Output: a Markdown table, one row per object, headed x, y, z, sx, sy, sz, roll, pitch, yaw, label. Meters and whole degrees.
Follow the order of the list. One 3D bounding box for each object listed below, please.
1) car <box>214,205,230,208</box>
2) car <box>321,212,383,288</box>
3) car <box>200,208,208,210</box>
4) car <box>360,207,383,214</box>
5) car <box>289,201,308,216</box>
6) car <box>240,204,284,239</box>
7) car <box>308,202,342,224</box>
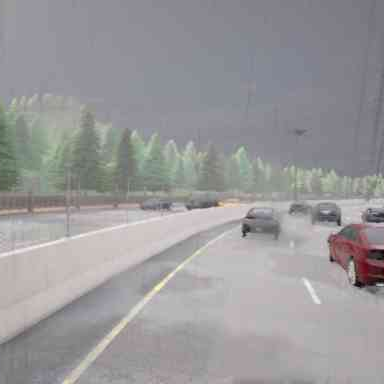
| x | y | z | sx | sy | sz | roll | pitch | yaw | label |
| --- | --- | --- | --- | --- | --- | --- | --- | --- | --- |
| 4.545 | 1.571 | 38.210 | 1.882 | 1.535 | 5.008 | 1 | 0 | 28 | car |
| 5.169 | 1.604 | 9.423 | 1.882 | 1.535 | 5.008 | 1 | 0 | 12 | car |
| 1.286 | 1.230 | 39.564 | 2.150 | 2.045 | 5.566 | 1 | 0 | 28 | car |
| 13.465 | 1.836 | 24.083 | 1.837 | 1.490 | 4.892 | 1 | 0 | 23 | car |
| 12.218 | 1.796 | 37.268 | 1.837 | 1.490 | 4.892 | 1 | 0 | 29 | car |
| 3.884 | 1.581 | 18.087 | 2.128 | 1.511 | 4.902 | 1 | 0 | 17 | car |
| 10.796 | 1.613 | 26.638 | 2.097 | 1.767 | 4.553 | 2 | 0 | 23 | car |
